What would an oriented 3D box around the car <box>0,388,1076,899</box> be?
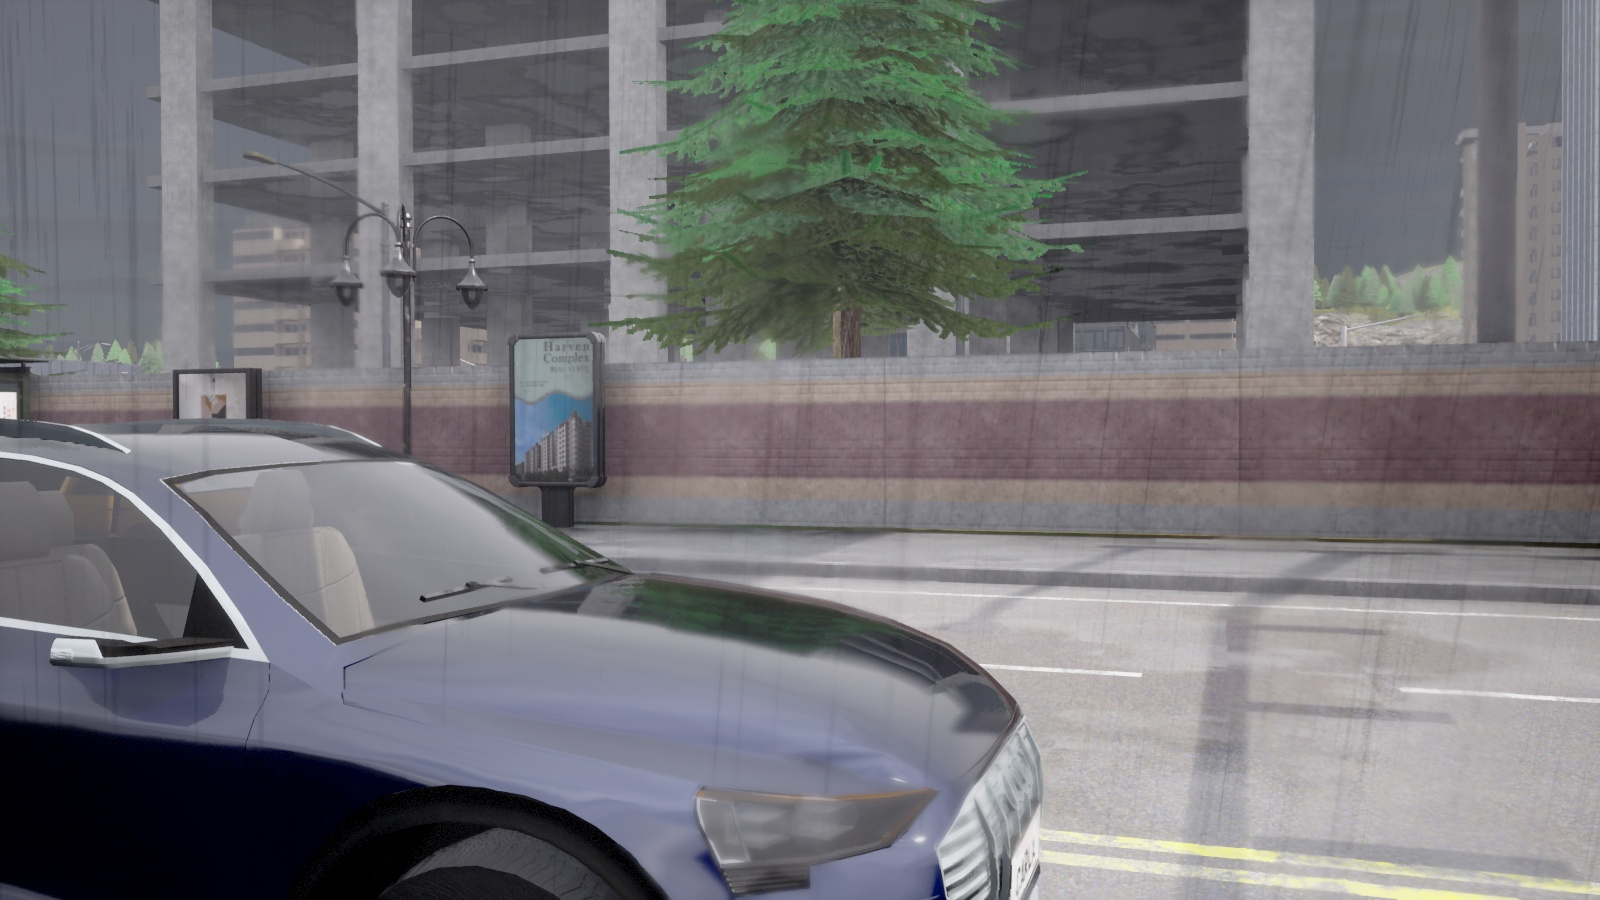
[{"bbox_3d":[-1.758,0.689,3.783,4.856,1.649,2.033,1,1,19],"label":"car"}]
